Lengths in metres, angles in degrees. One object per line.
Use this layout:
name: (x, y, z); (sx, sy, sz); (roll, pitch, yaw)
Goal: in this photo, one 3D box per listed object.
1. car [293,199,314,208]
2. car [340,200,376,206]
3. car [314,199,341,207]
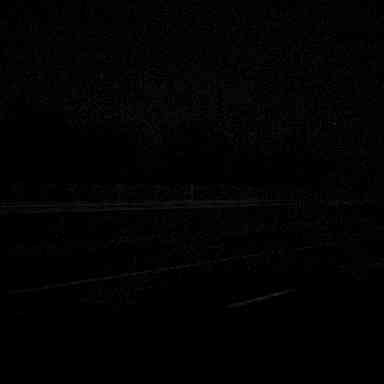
car: (14.142, 1.617, 39.868); (4.892, 1.490, 1.837); (1, -1, -35)
car: (17.433, 1.706, 33.621); (4.718, 1.301, 1.895); (0, 0, -35)
car: (15.958, 1.635, 36.866); (4.674, 1.442, 1.812); (1, 0, -35)
